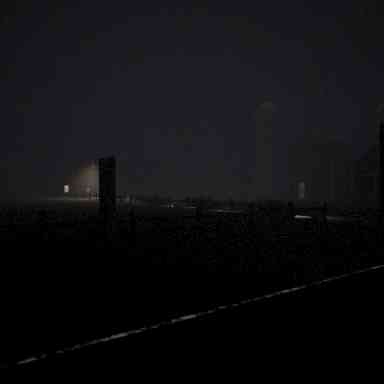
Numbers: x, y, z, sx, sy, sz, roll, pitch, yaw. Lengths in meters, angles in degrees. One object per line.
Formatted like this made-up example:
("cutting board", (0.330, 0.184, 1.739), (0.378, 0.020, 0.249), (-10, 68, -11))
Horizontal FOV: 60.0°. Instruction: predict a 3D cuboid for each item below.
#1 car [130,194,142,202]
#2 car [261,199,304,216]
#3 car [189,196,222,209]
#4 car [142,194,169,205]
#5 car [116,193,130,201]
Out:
("car", (-8.653, 1.084, 59.333), (1.895, 1.301, 4.718), (-1, 1, -36))
("car", (8.249, 1.385, 30.912), (1.994, 1.385, 4.181), (-1, 1, -36))
("car", (1.568, 1.190, 40.206), (1.882, 1.535, 5.008), (-1, 1, -36))
("car", (-5.024, 1.095, 49.396), (2.128, 1.511, 4.902), (-1, 1, -36))
("car", (-13.511, 0.906, 66.064), (1.837, 1.490, 4.892), (-1, 1, -36))
